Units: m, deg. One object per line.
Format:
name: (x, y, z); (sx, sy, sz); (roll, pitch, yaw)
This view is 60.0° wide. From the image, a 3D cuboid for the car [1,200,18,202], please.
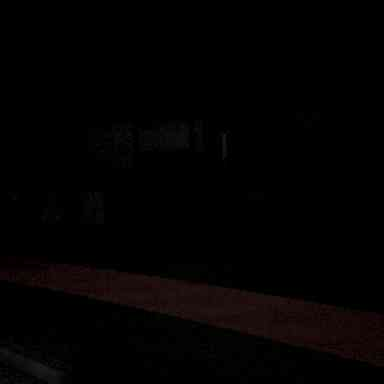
car: (-17.931, 1.508, 31.288); (1.837, 1.490, 4.892); (0, 0, 23)
